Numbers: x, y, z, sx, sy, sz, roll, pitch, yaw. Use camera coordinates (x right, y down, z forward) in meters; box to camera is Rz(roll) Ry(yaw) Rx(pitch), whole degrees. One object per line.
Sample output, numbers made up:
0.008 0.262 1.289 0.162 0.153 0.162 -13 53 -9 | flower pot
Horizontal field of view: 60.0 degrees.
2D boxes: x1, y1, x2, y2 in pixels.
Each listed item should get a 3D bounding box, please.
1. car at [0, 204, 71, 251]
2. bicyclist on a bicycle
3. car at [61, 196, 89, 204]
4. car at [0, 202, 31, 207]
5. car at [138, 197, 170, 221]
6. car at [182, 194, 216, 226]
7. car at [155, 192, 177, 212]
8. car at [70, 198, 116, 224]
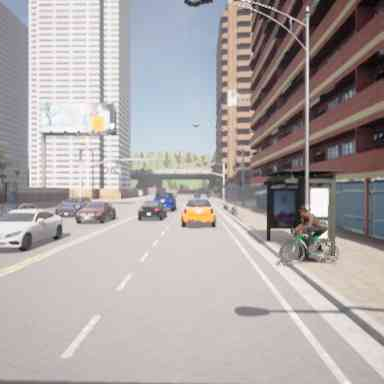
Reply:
-6.894 1.442 13.759 1.812 1.442 4.674 0 0 1 | car
3.296 1.248 9.347 1.656 1.620 0.582 0 0 1 | bicyclist on a bicycle
-10.129 1.178 29.122 2.097 1.767 4.553 0 0 1 | car
-10.316 1.375 19.098 2.128 1.511 4.902 0 0 1 | car
-3.014 1.374 25.698 1.812 1.442 4.674 0 0 1 | car
0.431 1.222 22.251 2.097 1.767 4.553 0 0 1 | car
-2.851 1.013 35.529 2.150 2.045 5.566 0 0 1 | car
-6.734 1.384 23.765 1.812 1.442 4.674 0 0 1 | car
